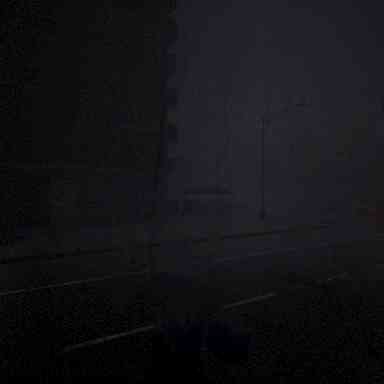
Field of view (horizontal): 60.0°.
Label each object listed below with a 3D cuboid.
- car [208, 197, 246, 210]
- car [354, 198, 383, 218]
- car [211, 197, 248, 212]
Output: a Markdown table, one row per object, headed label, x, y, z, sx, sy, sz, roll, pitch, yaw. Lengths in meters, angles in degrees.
| label | x | y | z | sx | sy | sz | roll | pitch | yaw |
| --- | --- | --- | --- | --- | --- | --- | --- | --- | --- |
| car | 4.478 | 1.430 | 43.194 | 2.128 | 1.511 | 4.902 | 0 | 0 | -38 |
| car | 15.986 | 1.296 | 27.435 | 2.097 | 1.767 | 4.553 | 0 | 0 | -36 |
| car | 4.189 | 1.430 | 37.778 | 2.128 | 1.511 | 4.902 | 0 | 0 | -36 |
